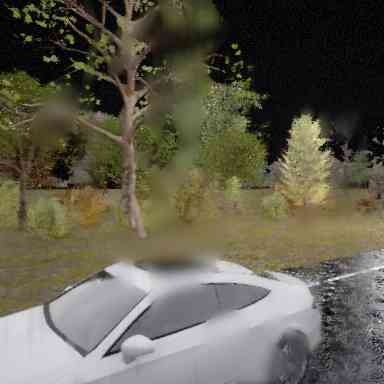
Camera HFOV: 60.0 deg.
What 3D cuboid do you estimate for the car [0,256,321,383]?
[{"bbox_3d":[-0.481,1.525,3.625,4.674,1.442,1.812,0,0,-35],"label":"car"}]
